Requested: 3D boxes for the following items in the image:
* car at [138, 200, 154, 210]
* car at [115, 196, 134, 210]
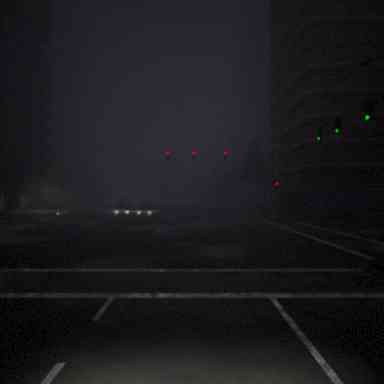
[{"bbox_3d":[-7.030,1.952,50.816,1.882,1.535,5.008,0,-1,0],"label":"car"},{"bbox_3d":[-10.516,1.715,52.378,2.150,2.045,5.566,0,-1,0],"label":"car"}]
